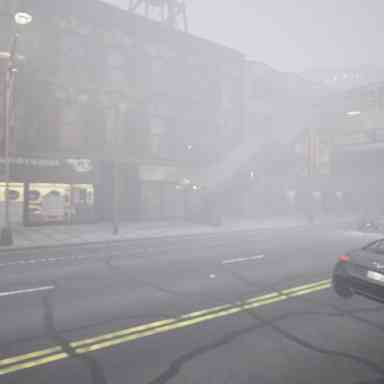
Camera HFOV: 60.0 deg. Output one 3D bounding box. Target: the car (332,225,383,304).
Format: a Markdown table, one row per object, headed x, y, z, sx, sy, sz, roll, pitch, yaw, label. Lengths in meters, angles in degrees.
| x | y | z | sx | sy | sz | roll | pitch | yaw | label |
| --- | --- | --- | --- | --- | --- | --- | --- | --- | --- |
| 4.906 | 1.696 | 7.139 | 4.181 | 1.385 | 1.994 | 8 | 2 | -37 | car |

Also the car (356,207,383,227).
| x | y | z | sx | sy | sz | roll | pitch | yaw | label |
| --- | --- | --- | --- | --- | --- | --- | --- | --- | --- |
| 12.345 | 1.812 | 21.386 | 4.181 | 1.385 | 1.994 | 1 | 0 | -35 | car |
